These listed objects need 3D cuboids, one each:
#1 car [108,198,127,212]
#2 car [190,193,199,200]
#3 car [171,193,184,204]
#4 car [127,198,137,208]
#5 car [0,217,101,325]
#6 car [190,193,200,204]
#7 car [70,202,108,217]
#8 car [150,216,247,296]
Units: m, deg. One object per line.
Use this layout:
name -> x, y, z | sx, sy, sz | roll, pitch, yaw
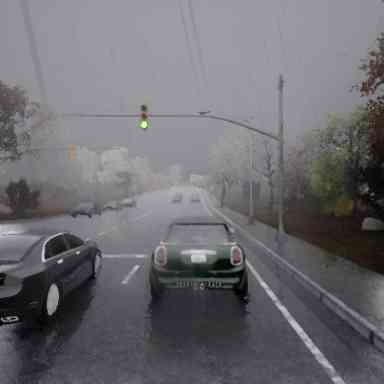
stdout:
car -> -10.258, 1.828, 43.221 | 1.994, 1.385, 4.181 | 0, 0, 1
car -> 0.615, 0.973, 74.742 | 2.033, 1.411, 5.357 | 0, 3, 1
car -> -2.979, 1.462, 64.197 | 2.033, 1.411, 5.357 | 0, 3, 1
car -> -10.168, 1.752, 53.330 | 1.882, 1.535, 5.008 | 0, 1, 1
car -> -3.395, 1.552, 7.287 | 1.837, 1.490, 4.892 | 0, 0, -1
car -> 0.622, 1.447, 64.482 | 2.033, 1.411, 5.357 | 0, 3, 1
car -> -10.363, 1.751, 33.265 | 2.033, 1.411, 5.357 | 0, 0, 1
car -> 0.151, 1.407, 8.987 | 2.097, 1.767, 4.553 | 0, 0, 0
